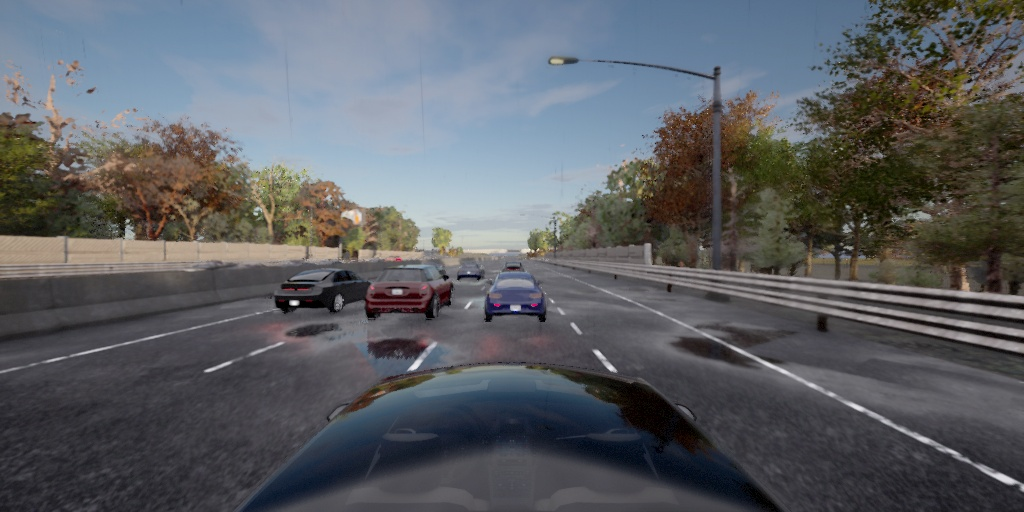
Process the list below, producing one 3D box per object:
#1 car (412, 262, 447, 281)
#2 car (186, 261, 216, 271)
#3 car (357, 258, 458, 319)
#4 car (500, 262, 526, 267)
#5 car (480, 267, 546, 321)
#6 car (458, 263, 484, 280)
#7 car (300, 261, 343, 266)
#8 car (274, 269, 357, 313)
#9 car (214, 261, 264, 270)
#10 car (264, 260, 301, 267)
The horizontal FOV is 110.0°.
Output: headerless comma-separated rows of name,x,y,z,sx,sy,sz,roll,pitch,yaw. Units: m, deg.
car,-6.896,1.266,30.367,1.994,1.385,4.181,0,0,0
car,-28.088,1.191,33.833,2.128,1.511,4.902,0,0,0
car,-3.401,1.080,12.763,2.097,1.767,4.553,0,0,0
car,0.103,1.208,29.775,1.837,1.490,4.892,0,0,0
car,0.101,1.255,12.171,1.812,1.442,4.674,0,0,0
car,-3.396,1.266,30.206,1.994,1.385,4.181,0,0,0
car,-17.590,1.204,34.171,1.837,1.490,4.892,0,0,0
car,-6.898,1.231,13.781,1.837,1.490,4.892,0,0,0
car,-24.592,1.301,33.331,1.895,1.301,4.718,0,0,0
car,-21.090,1.190,34.840,2.128,1.511,4.902,0,0,0
